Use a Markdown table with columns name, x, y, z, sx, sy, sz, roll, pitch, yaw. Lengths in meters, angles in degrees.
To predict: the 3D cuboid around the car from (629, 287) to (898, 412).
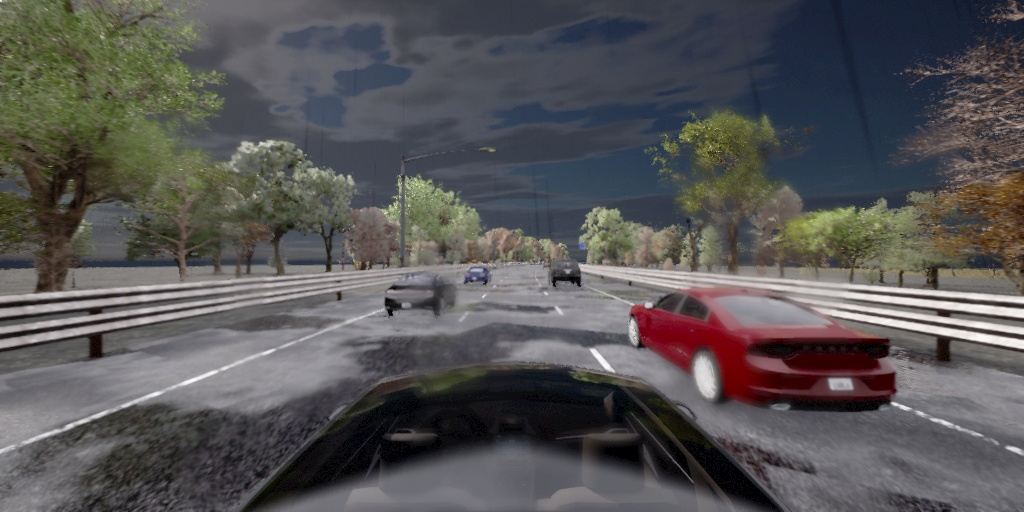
| name | x | y | z | sx | sy | sz | roll | pitch | yaw |
| --- | --- | --- | --- | --- | --- | --- | --- | --- | --- |
| car | 3.627 | 1.283 | 6.405 | 1.882 | 1.535 | 5.008 | 0 | -1 | 0 |

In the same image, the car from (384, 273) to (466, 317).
| name | x | y | z | sx | sy | sz | roll | pitch | yaw |
| --- | --- | --- | --- | --- | --- | --- | --- | --- | --- |
| car | -3.284 | 1.376 | 13.742 | 2.128 | 1.511 | 4.902 | 0 | -1 | 1 |

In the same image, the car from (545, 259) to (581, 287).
| name | x | y | z | sx | sy | sz | roll | pitch | yaw |
| --- | --- | --- | --- | --- | --- | --- | --- | --- | --- |
| car | 4.092 | 1.286 | 28.360 | 2.150 | 2.045 | 5.566 | 0 | -1 | 2 |

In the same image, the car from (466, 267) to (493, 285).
| name | x | y | z | sx | sy | sz | roll | pitch | yaw |
| --- | --- | --- | --- | --- | --- | --- | --- | --- | --- |
| car | -2.844 | 1.609 | 30.272 | 1.812 | 1.442 | 4.674 | 0 | -1 | 2 |
